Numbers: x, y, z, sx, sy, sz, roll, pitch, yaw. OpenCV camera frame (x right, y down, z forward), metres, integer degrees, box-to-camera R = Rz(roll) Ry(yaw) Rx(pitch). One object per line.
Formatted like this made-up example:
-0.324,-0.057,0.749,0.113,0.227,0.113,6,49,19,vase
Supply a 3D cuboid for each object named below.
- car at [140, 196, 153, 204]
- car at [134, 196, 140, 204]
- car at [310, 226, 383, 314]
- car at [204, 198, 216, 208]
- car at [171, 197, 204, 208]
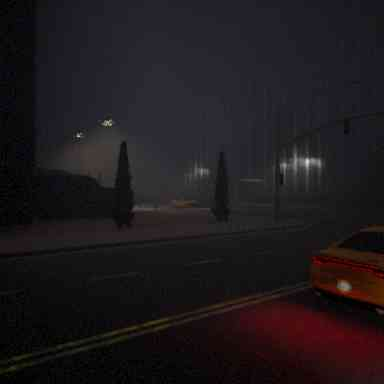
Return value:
-9.510,1.497,64.178,2.033,1.411,5.357,0,0,-36,car
-12.329,1.252,62.102,2.150,2.045,5.566,0,0,-36,car
4.645,1.464,7.118,5.008,1.535,1.882,0,0,-35,car
2.668,1.510,47.182,1.994,1.385,4.181,0,0,-36,car
-0.993,1.430,46.269,1.882,1.535,5.008,0,0,-36,car
